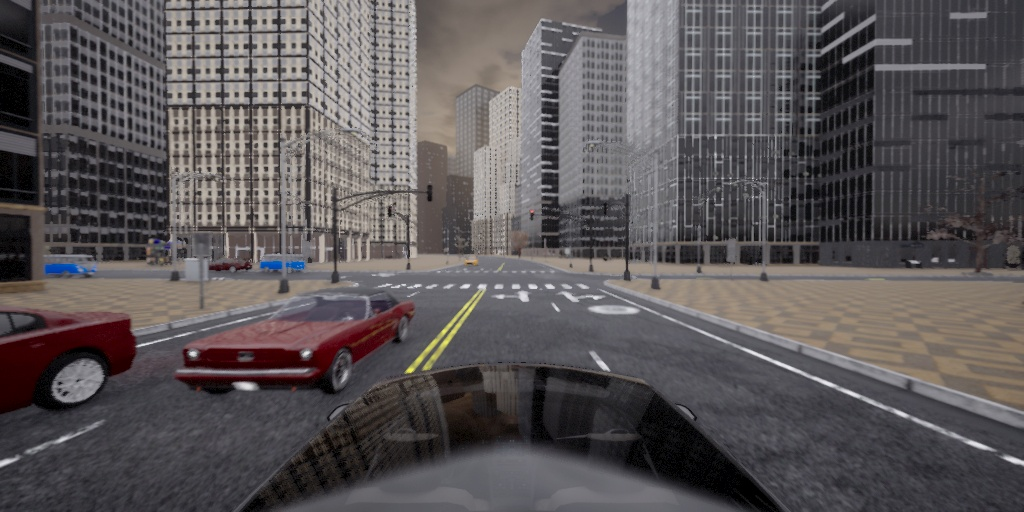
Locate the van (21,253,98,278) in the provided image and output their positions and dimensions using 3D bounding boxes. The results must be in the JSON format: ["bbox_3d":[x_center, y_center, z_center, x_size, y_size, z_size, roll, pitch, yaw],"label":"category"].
[{"bbox_3d":[-33.925,0.798,27.164,3.998,1.789,1.690,0,0,1],"label":"van"}]

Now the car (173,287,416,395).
[{"bbox_3d":[-3.334,1.318,6.710,1.895,1.301,4.718,0,0,0],"label":"car"}]

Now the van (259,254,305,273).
[{"bbox_3d":[-22.641,0.727,35.377,3.998,1.789,1.690,0,0,1],"label":"van"}]

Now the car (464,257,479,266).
[{"bbox_3d":[-6.476,0.850,57.725,1.882,1.535,5.008,0,2,0],"label":"car"}]

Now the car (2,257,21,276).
[{"bbox_3d":[-38.650,0.997,29.882,4.718,1.301,1.895,0,1,2],"label":"car"}]

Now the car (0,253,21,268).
[{"bbox_3d":[-50.327,0.567,35.958,5.009,1.841,2.192,0,0,1],"label":"car"}]

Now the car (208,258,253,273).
[{"bbox_3d":[-28.180,0.906,35.426,4.507,1.381,1.888,0,0,1],"label":"car"}]

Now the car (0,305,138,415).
[{"bbox_3d":[-6.593,1.218,3.253,1.882,1.535,5.008,0,0,0],"label":"car"}]
